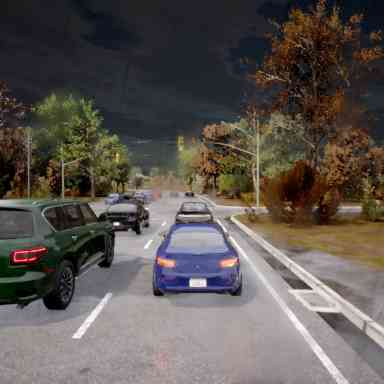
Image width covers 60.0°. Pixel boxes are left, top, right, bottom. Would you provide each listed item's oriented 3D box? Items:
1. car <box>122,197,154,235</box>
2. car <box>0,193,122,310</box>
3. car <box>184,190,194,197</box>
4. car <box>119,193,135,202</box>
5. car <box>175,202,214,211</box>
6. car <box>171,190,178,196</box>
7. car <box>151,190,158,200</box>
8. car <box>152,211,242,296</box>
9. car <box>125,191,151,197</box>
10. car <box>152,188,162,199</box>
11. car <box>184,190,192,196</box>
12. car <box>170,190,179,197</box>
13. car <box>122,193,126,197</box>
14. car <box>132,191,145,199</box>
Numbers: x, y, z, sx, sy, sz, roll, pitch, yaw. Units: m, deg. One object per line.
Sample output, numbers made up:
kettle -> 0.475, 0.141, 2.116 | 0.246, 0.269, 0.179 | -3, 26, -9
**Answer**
car -> -3.390, 1.249, 17.418 | 1.882, 1.535, 5.008 | 0, 1, 0
car -> -3.392, 1.135, 7.757 | 2.150, 2.045, 5.566 | 0, 1, 0
car -> -0.508, 0.389, 75.932 | 1.882, 1.535, 5.008 | 0, 1, -2
car -> -10.641, 0.823, 54.732 | 1.895, 1.301, 4.718 | 0, 1, 0
car -> 0.111, 1.261, 17.528 | 2.128, 1.511, 4.902 | 0, 1, 0
car -> -4.487, 0.197, 85.879 | 1.812, 1.442, 4.674 | 0, 1, -3
car -> -7.135, 0.762, 53.795 | 1.812, 1.442, 4.674 | 0, 1, 0
car -> 0.106, 1.431, 8.273 | 1.812, 1.442, 4.674 | 0, 1, 0
car -> -7.054, 0.923, 44.337 | 2.033, 1.411, 5.357 | 0, 1, -1
car -> -7.265, 0.264, 67.064 | 2.150, 2.045, 5.566 | 0, 1, -1
car -> -0.992, 0.193, 86.076 | 1.812, 1.442, 4.674 | 0, 1, -3
car -> -4.007, 0.430, 75.836 | 2.128, 1.511, 4.902 | 0, 1, -2
car -> -10.587, 0.882, 45.623 | 1.812, 1.442, 4.674 | 0, 1, 0
car -> -10.763, 0.566, 67.094 | 1.812, 1.442, 4.674 | 0, 1, -1
